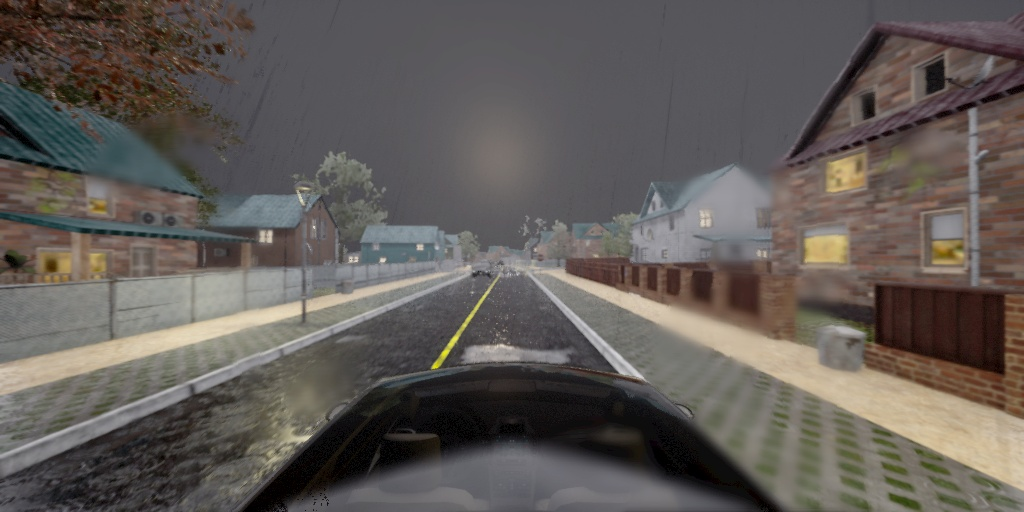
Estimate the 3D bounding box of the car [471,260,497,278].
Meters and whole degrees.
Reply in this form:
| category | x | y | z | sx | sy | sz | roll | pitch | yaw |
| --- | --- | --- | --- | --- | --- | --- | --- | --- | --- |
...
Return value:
| category | x | y | z | sx | sy | sz | roll | pitch | yaw |
| --- | --- | --- | --- | --- | --- | --- | --- | --- | --- |
| car | -2.797 | 1.347 | 34.815 | 1.837 | 1.490 | 4.892 | 0 | -1 | 1 |
